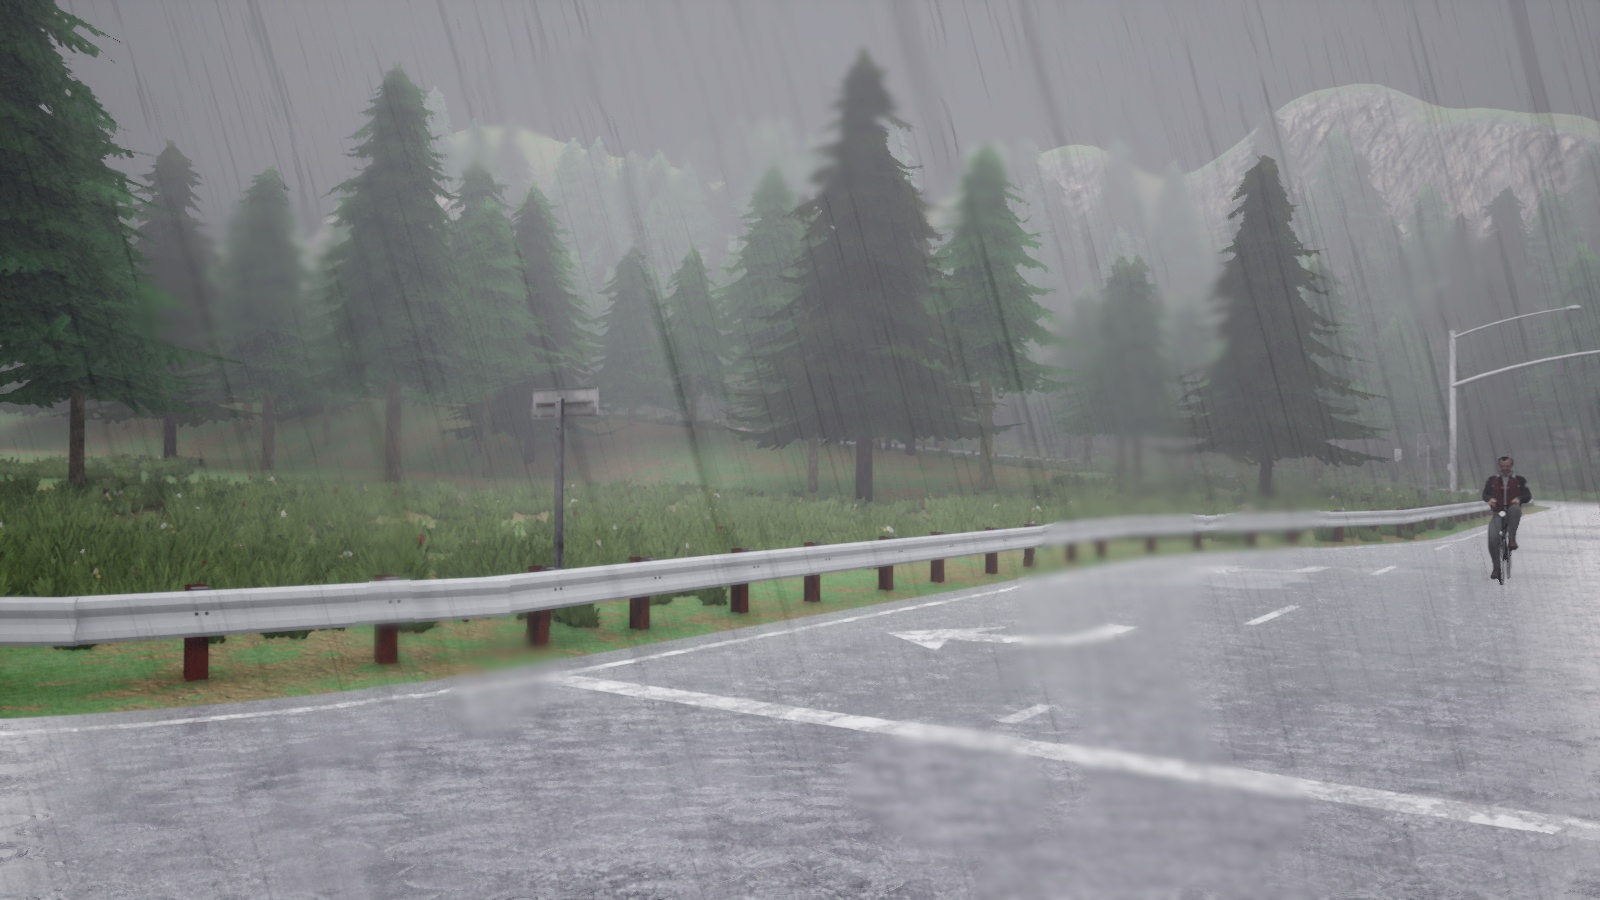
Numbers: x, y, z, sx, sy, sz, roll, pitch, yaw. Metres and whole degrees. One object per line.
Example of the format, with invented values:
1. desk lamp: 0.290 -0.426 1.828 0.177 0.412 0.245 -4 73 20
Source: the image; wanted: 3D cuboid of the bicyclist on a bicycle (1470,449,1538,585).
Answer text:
1. bicyclist on a bicycle: 9.704 0.887 17.288 0.659 1.776 1.843 -1 -1 33
